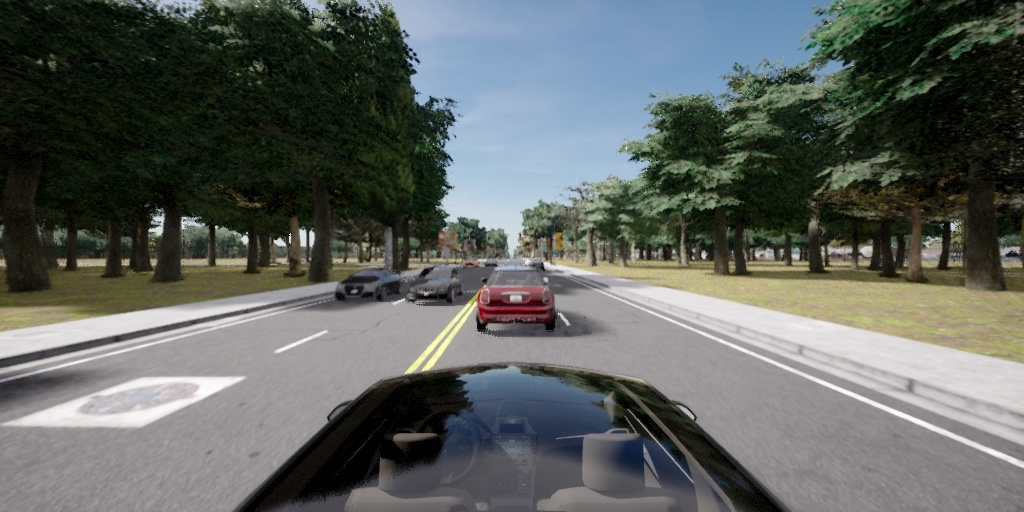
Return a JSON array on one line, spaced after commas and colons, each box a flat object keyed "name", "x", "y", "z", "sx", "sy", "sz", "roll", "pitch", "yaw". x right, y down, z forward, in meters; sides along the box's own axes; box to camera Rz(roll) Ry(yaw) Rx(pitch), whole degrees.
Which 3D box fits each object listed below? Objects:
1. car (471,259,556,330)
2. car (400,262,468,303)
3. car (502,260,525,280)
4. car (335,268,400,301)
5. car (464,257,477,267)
[{"name": "car", "x": 0.102, "y": 1.081, "z": 11.134, "sx": 2.097, "sy": 1.767, "sz": 4.553, "roll": 0, "pitch": 0, "yaw": 0}, {"name": "car", "x": -3.346, "y": 1.222, "z": 16.389, "sx": 1.837, "sy": 1.490, "sz": 4.892, "roll": 0, "pitch": 0, "yaw": 0}, {"name": "car", "x": 0.107, "y": 1.164, "z": 30.998, "sx": 1.882, "sy": 1.535, "sz": 5.008, "roll": 0, "pitch": 0, "yaw": 0}, {"name": "car", "x": -6.595, "y": 1.280, "z": 16.974, "sx": 1.994, "sy": 1.385, "sz": 4.181, "roll": 0, "pitch": 0, "yaw": 0}, {"name": "car", "x": -6.546, "y": 0.987, "z": 57.380, "sx": 2.097, "sy": 1.767, "sz": 4.553, "roll": 0, "pitch": 0, "yaw": 0}]
